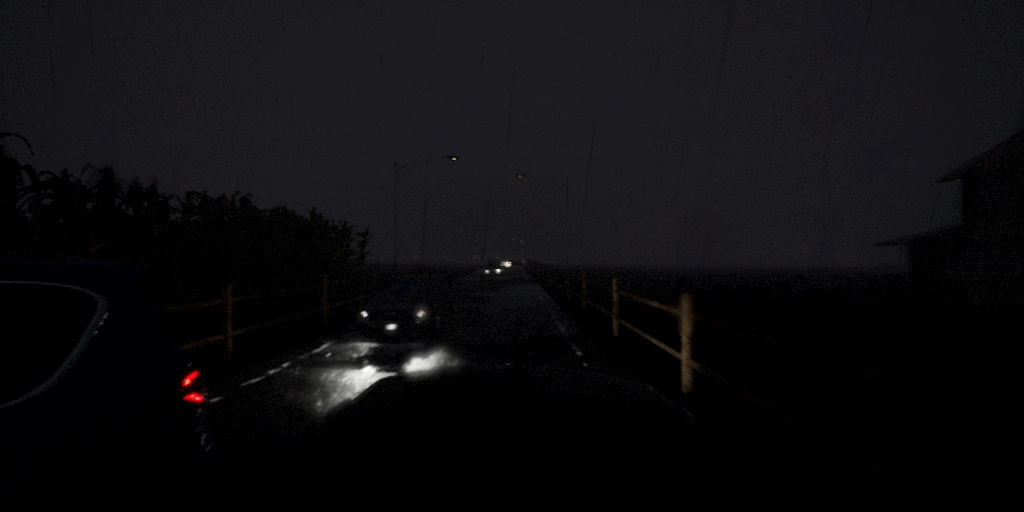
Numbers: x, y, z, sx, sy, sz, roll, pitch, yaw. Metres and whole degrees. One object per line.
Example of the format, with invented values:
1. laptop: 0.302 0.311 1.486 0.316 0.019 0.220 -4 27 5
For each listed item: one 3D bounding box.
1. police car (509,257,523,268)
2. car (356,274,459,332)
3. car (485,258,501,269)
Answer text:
1. police car: 0.807 1.117 61.701 1.930 1.638 5.238 0 0 0
2. car: -2.842 1.291 11.119 2.033 1.411 5.357 0 0 0
3. car: -2.824 1.054 53.419 2.097 1.767 4.553 0 0 0
